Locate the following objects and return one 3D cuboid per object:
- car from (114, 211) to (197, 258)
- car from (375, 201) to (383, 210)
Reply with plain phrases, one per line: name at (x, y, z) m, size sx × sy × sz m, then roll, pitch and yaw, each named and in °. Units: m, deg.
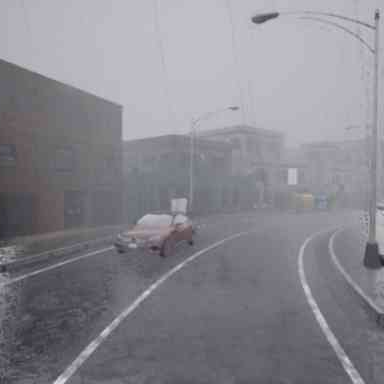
car at (-1.163, 1.488, 12.948) m, size 1.812 × 1.442 × 4.674 m, roll 1°, pitch 0°, yaw 19°
car at (26.689, 1.941, 46.124) m, size 5.357 × 1.411 × 2.033 m, roll 1°, pitch 1°, yaw -41°
